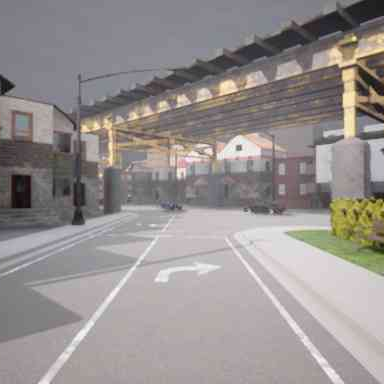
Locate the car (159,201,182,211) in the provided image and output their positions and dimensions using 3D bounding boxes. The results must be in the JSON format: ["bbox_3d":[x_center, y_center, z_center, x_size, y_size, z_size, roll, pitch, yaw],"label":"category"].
[{"bbox_3d":[-3.161,1.933,47.301,1.895,1.301,4.718,0,0,-25],"label":"car"}]

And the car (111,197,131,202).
[{"bbox_3d":[-16.919,1.853,79.524,4.536,1.218,1.853,0,0,-15],"label":"car"}]

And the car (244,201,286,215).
[{"bbox_3d":[8.064,1.765,37.034,1.837,1.490,4.892,0,0,-45],"label":"car"}]

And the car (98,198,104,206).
[{"bbox_3d":[-18.100,1.950,63.422,1.837,1.490,4.892,0,-1,-45],"label":"car"}]

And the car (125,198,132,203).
[{"bbox_3d":[-16.969,2.010,79.509,4.974,1.542,2.038,0,0,-15],"label":"car"}]
